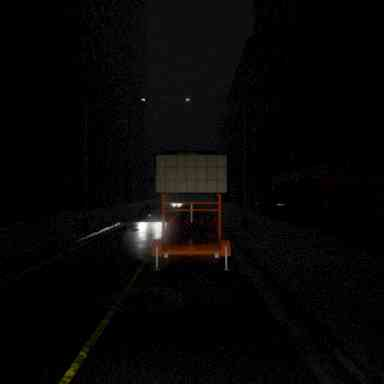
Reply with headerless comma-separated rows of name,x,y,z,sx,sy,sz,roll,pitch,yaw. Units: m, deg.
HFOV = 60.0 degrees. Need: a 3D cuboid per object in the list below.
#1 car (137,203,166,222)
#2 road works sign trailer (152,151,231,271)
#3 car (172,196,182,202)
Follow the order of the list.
car,-3.137,1.579,26.645,1.994,1.385,4.181,0,0,0
road works sign trailer,-0.014,0.468,10.927,2.380,3.560,2.880,0,0,0
car,-3.103,1.565,67.803,2.128,1.511,4.902,0,0,0
